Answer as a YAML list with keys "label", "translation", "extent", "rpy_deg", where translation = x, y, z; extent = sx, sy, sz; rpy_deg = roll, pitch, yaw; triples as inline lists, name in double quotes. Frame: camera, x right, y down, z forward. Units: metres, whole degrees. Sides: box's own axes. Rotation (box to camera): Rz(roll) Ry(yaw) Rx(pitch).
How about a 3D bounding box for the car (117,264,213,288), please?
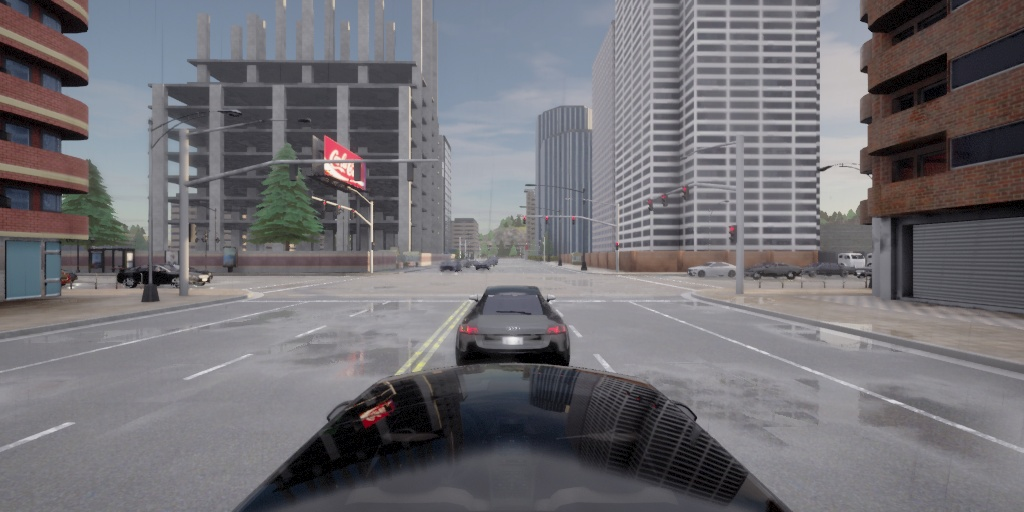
- label: "car"
  translation: [-22.011, 1.241, 22.787]
  extent: [4.902, 1.511, 2.128]
  rpy_deg: [0, 0, -1]

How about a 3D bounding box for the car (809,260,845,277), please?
- label: "car"
  translation: [29.671, 1.297, 34.247]
  extent: [5.357, 1.411, 2.033]
  rpy_deg: [0, 0, -1]

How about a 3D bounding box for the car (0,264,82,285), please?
- label: "car"
  translation: [-34.594, 1.314, 26.109]
  extent: [4.181, 1.385, 1.994]
  rpy_deg: [0, 0, -1]

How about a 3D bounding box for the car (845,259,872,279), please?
- label: "car"
  translation: [32.227, 1.241, 30.776]
  extent: [4.902, 1.511, 2.128]
  rpy_deg: [0, 0, -1]

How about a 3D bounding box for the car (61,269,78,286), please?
- label: "car"
  translation: [-31.113, 1.102, 22.657]
  extent: [4.553, 1.767, 2.097]
  rpy_deg: [0, 0, -1]

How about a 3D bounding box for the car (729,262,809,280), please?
- label: "car"
  translation: [21.853, 1.241, 30.638]
  extent: [4.902, 1.511, 2.128]
  rpy_deg: [0, 0, -1]

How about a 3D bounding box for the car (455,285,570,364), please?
- label: "car"
  translation: [0.011, 1.314, 7.691]
  extent: [1.994, 1.385, 4.181]
  rpy_deg: [0, 0, 0]

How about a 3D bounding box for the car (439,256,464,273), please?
- label: "car"
  translation: [-7.491, 1.102, 43.916]
  extent: [2.097, 1.767, 4.553]
  rpy_deg: [0, 0, -1]

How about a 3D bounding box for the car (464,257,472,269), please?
- label: "car"
  translation: [-7.594, 1.241, 55.768]
  extent: [2.128, 1.511, 4.902]
  rpy_deg: [0, 0, 0]

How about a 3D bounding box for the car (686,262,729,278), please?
- label: "car"
  translation: [19.089, 1.276, 34.078]
  extent: [4.674, 1.442, 1.812]
  rpy_deg: [0, 0, -1]

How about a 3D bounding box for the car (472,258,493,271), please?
- label: "car"
  translation: [-4.041, 1.350, 49.609]
  extent: [1.895, 1.301, 4.718]
  rpy_deg: [0, 0, 0]
